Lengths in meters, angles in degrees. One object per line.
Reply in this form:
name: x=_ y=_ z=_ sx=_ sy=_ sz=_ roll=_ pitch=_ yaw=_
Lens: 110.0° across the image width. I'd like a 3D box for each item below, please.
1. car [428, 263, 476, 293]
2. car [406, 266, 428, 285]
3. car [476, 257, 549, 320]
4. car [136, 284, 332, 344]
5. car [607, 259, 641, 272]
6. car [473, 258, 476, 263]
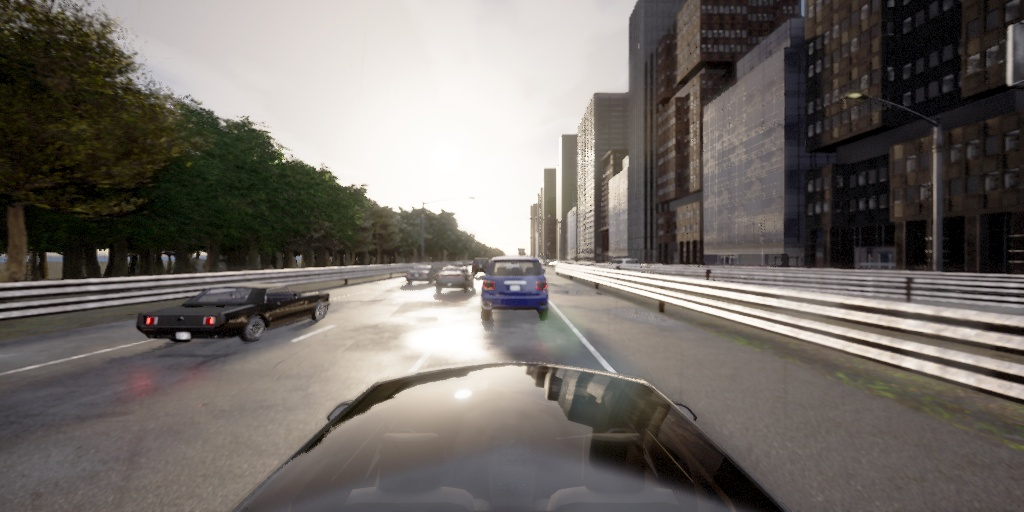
car: x=-3.418 y=1.380 z=22.079 sx=2.128 sy=1.511 sz=4.902 roll=0 pitch=0 yaw=0
car: x=-6.922 y=1.483 z=28.554 sx=2.033 sy=1.411 sz=5.357 roll=0 pitch=0 yaw=0
car: x=0.091 y=1.048 z=13.188 sx=2.150 sy=2.045 sz=5.566 roll=0 pitch=0 yaw=0
car: x=-6.909 y=1.405 z=9.763 sx=1.895 sy=1.301 sz=4.718 roll=0 pitch=0 yaw=0
car: x=12.343 y=1.328 z=41.003 sx=2.150 sy=2.045 sz=5.566 roll=0 pitch=0 yaw=-16
car: x=-3.444 y=1.255 z=41.806 sx=2.150 sy=2.045 sz=5.566 roll=0 pitch=0 yaw=-1
